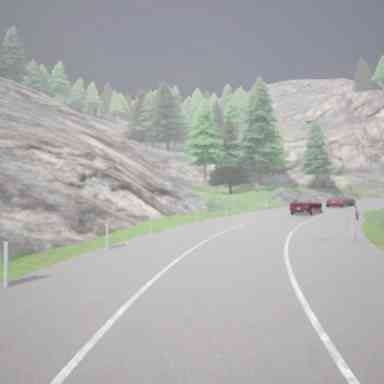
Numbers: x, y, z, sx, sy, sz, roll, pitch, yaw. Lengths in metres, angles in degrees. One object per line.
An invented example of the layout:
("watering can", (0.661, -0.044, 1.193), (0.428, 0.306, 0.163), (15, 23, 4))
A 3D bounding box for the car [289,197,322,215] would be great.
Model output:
("car", (10.393, 1.214, 30.191), (1.882, 1.535, 5.008), (0, 1, 35))

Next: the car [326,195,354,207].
("car", (17.410, 1.025, 38.937), (4.181, 1.385, 1.994), (-3, 2, -44))
